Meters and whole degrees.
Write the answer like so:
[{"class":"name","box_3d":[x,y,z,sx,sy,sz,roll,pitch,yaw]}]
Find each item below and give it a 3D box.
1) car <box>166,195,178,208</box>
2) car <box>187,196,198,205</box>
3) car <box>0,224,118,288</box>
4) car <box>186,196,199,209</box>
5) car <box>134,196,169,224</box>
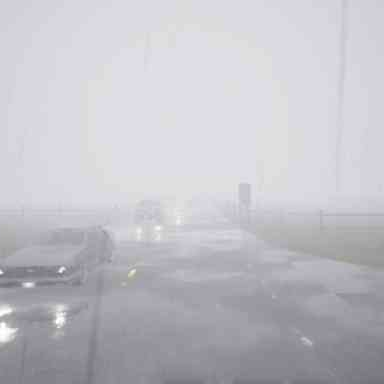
[{"class":"car","box_3d":[-3.469,1.507,55.013,2.150,2.045,5.566,-2,1,0]},{"class":"car","box_3d":[0.051,1.580,61.738,1.837,1.490,4.892,-2,1,0]},{"class":"car","box_3d":[-3.606,1.709,9.994,2.033,1.411,5.357,-2,-1,0]},{"class":"car","box_3d":[0.044,1.735,51.319,2.128,1.511,4.902,-2,1,0]},{"class":"car","box_3d":[-3.587,1.598,28.968,2.150,2.045,5.566,-2,-1,0]}]
